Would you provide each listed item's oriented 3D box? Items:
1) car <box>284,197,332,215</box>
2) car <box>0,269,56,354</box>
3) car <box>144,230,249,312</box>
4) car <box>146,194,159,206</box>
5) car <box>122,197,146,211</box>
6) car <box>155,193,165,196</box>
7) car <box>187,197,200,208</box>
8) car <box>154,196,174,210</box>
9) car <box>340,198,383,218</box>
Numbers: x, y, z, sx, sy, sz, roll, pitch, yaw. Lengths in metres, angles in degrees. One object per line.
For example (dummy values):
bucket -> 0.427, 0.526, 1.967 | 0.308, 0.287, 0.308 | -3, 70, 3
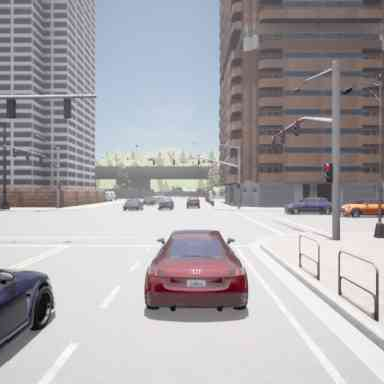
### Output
car -> 11.601, 1.351, 33.240 | 4.553, 1.767, 2.097 | 0, 0, 2
car -> -3.432, 1.564, 4.247 | 1.994, 1.385, 4.181 | 0, 0, 1
car -> 0.094, 1.564, 7.815 | 1.994, 1.385, 4.181 | 0, 0, 1
car -> -6.984, 1.502, 54.672 | 1.837, 1.490, 4.892 | 0, 0, 0
car -> -7.020, 1.524, 39.839 | 1.812, 1.442, 4.674 | 0, 0, 0
car -> -6.875, 1.216, 70.169 | 2.150, 2.045, 5.566 | 0, 0, 0
car -> 0.188, 1.490, 48.812 | 2.128, 1.511, 4.902 | 0, 0, 0
car -> -3.322, 1.546, 43.487 | 2.033, 1.411, 5.357 | 0, 0, 0
car -> 15.571, 1.351, 29.652 | 4.553, 1.767, 2.097 | 0, 0, 1
